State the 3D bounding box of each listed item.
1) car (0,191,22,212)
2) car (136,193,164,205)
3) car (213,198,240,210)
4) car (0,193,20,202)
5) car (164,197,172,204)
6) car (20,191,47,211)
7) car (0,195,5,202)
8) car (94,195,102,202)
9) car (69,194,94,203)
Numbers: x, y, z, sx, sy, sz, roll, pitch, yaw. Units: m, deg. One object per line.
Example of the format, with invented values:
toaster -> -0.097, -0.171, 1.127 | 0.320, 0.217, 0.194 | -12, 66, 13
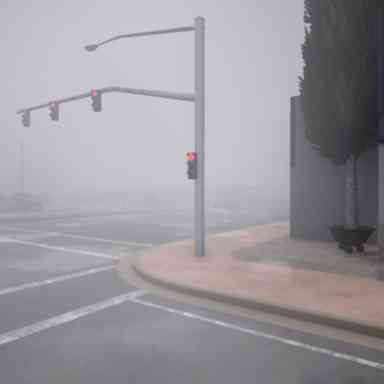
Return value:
car -> -20.013, 1.109, 34.346 | 4.605, 1.855, 1.932 | 0, 0, 35
car -> -6.952, 1.112, 52.690 | 3.866, 1.878, 1.905 | 0, 0, 35
car -> 4.560, 1.538, 43.470 | 1.994, 1.385, 4.181 | 0, 0, 37
car -> -36.736, 1.070, 67.026 | 4.605, 1.855, 1.932 | 0, 0, 35
car -> -5.266, 1.351, 55.043 | 3.806, 1.475, 1.970 | 0, 0, 35
car -> -18.292, 1.112, 36.674 | 3.866, 1.878, 1.905 | 0, 0, 35
car -> -38.250, 1.280, 64.810 | 3.905, 1.438, 1.784 | 0, 0, 35
car -> -19.514, 1.298, 65.148 | 3.905, 1.438, 1.784 | 0, 0, 35
car -> -21.244, 1.088, 62.824 | 4.605, 1.855, 1.932 | 0, 0, 35
